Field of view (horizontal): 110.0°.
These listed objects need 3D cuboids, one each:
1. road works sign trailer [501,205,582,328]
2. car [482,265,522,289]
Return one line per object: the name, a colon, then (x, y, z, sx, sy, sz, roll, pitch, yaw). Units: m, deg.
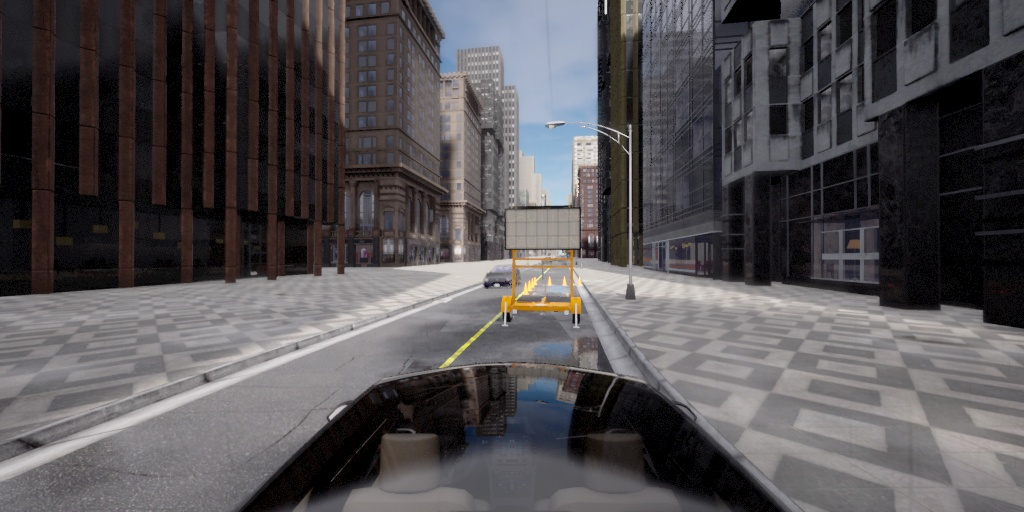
road works sign trailer: (0.985, 0.211, 11.449, 2.380, 3.560, 2.880, 0, 0, 8)
car: (-0.481, 1.285, 23.076, 2.033, 1.411, 5.357, 0, 0, 8)
